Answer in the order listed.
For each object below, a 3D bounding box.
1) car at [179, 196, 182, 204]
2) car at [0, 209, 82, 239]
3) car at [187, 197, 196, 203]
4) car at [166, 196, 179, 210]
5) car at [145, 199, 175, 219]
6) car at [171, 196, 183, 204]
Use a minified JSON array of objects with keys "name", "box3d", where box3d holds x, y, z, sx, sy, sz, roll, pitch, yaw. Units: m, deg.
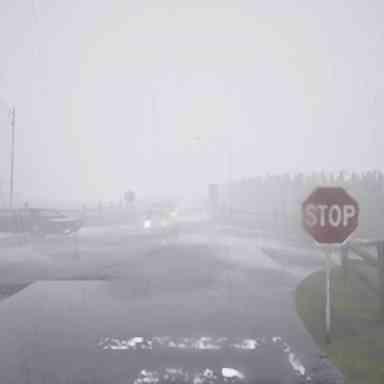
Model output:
[{"name":"car","box3d":[-2.941,1.551,50.338,2.128,1.511,4.902,0,0,0]},{"name":"car","box3d":[-7.845,1.466,16.214,4.718,1.301,1.895,1,-1,22]},{"name":"car","box3d":[-0.164,1.694,71.264,1.895,1.301,4.718,0,0,0]},{"name":"car","box3d":[-2.935,1.520,39.978,1.882,1.535,5.008,0,0,0]},{"name":"car","box3d":[-2.912,1.575,29.500,2.033,1.411,5.357,0,0,0]},{"name":"car","box3d":[-2.901,1.545,65.831,2.033,1.411,5.357,0,0,0]}]
